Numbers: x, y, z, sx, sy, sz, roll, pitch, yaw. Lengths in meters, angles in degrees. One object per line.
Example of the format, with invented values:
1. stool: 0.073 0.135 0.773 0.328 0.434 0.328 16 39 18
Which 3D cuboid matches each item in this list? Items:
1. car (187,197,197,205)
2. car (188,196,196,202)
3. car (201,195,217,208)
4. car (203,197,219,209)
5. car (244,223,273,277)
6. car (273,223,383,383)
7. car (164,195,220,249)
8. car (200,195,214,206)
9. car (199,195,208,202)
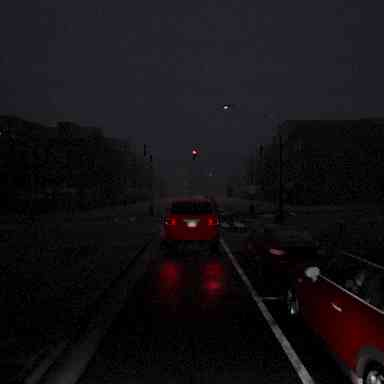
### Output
1. car: 0.000 1.761 66.958 1.994 1.385 4.181 0 0 0
2. car: 0.000 1.644 82.792 2.033 1.411 5.357 0 0 0
3. car: 2.629 1.438 52.718 2.192 1.841 5.009 -1 0 0
4. car: 2.630 1.541 47.316 1.967 1.590 4.097 -1 0 0
5. car: 2.633 1.586 9.973 1.802 1.307 4.206 0 0 0
6. car: 2.633 1.440 4.506 1.967 1.590 4.097 0 0 0
7. car: 0.000 1.268 14.682 2.150 2.045 5.566 0 0 0
8. car: 2.628 1.461 58.121 2.192 1.841 5.009 -1 0 0
9. car: 2.988 1.643 85.487 2.097 1.767 4.553 0 0 0
